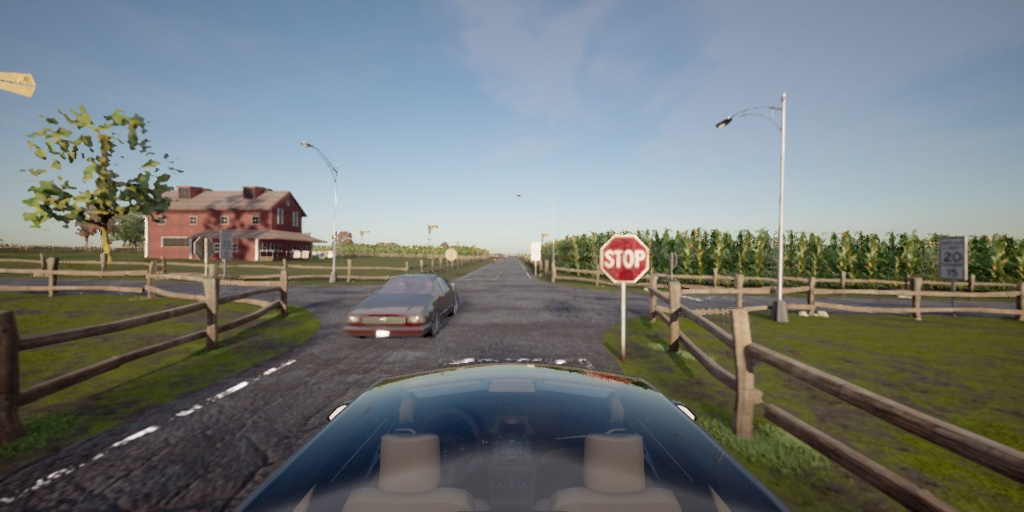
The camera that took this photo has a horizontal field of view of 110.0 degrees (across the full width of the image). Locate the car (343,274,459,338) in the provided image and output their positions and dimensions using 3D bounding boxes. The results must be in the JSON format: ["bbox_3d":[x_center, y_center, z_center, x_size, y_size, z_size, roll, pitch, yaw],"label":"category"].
[{"bbox_3d":[-2.713,1.230,10.196,2.033,1.411,5.357,0,0,0],"label":"car"}]
